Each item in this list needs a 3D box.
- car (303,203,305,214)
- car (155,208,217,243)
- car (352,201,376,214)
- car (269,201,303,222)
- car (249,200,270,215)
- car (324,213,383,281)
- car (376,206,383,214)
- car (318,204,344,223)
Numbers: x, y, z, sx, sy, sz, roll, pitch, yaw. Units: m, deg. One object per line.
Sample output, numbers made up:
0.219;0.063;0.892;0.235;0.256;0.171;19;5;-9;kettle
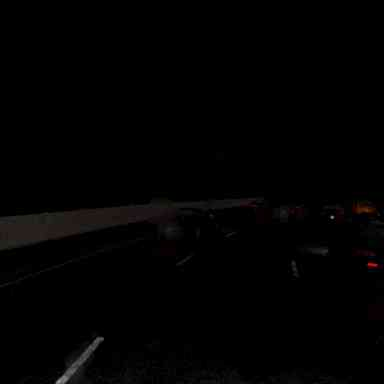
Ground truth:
12.267;1.755;39.300;1.994;1.385;4.181;0;0;21;car
-0.129;1.527;16.606;1.882;1.535;5.008;0;0;19;car
18.183;1.691;35.189;1.882;1.535;5.008;0;0;21;car
8.082;1.697;28.407;1.994;1.385;4.181;0;0;21;car
7.527;1.647;36.747;2.128;1.511;4.902;0;0;21;car
5.217;1.586;9.695;1.812;1.442;4.674;0;0;15;car
11.151;1.339;16.804;2.150;2.045;5.566;0;0;20;car
11.039;1.670;26.378;1.812;1.442;4.674;0;0;21;car
